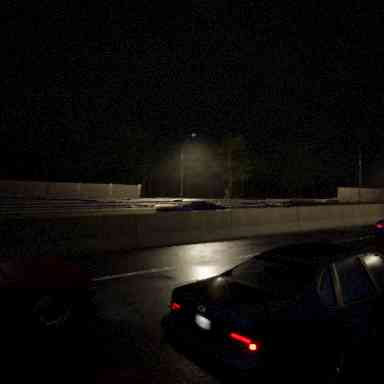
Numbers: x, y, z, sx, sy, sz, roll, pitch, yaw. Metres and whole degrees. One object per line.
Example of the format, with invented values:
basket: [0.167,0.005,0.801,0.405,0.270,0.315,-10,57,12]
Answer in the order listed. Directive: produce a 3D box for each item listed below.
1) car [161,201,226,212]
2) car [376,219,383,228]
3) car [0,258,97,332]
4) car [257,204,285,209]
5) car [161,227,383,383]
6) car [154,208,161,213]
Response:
car: [0.407,1.487,25.778,5.008,1.535,1.882,0,0,-35]
car: [10.643,1.562,15.640,5.357,1.411,2.033,0,0,-36]
car: [-4.015,1.600,5.182,4.718,1.301,1.895,0,0,-36]
car: [5.843,1.617,25.356,4.718,1.301,1.895,0,0,-35]
car: [2.165,1.549,5.292,5.357,1.411,2.033,0,0,-35]
car: [-0.891,1.612,29.152,4.718,1.301,1.895,0,0,-35]
